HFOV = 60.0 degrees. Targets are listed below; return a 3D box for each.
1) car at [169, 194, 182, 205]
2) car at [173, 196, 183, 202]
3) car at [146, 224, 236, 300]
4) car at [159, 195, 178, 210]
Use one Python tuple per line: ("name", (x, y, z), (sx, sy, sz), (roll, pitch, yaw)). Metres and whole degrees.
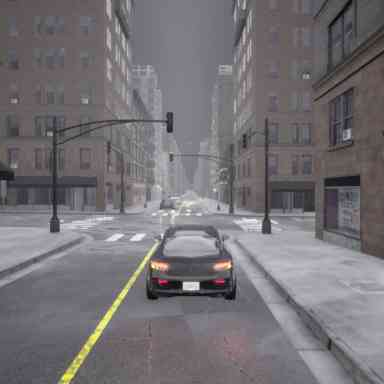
("car", (-3.204, 1.308, 58.848), (2.150, 2.045, 5.566), (0, 0, 0))
("car", (-3.164, 1.540, 74.723), (2.033, 1.411, 5.357), (0, 0, 0))
("car", (-0.012, 1.527, 8.280), (1.812, 1.442, 4.674), (0, 0, 0))
("car", (-3.192, 1.559, 43.221), (1.837, 1.490, 4.892), (0, 0, 0))
